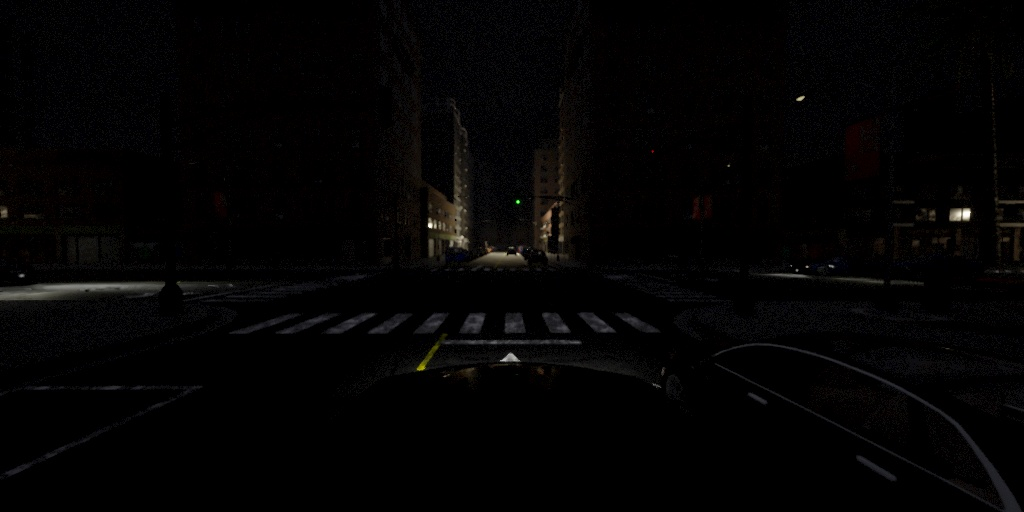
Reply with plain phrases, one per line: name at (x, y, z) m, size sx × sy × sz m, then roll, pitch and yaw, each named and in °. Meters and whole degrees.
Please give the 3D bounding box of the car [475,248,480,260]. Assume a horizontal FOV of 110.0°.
car at (-5.919, -0.137, 48.699) m, size 1.948 × 1.339 × 4.313 m, roll 0°, pitch 0°, yaw 0°

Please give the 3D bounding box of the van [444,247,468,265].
van at (-5.907, -0.012, 37.367) m, size 1.690 × 1.789 × 3.998 m, roll 0°, pitch 0°, yaw 0°

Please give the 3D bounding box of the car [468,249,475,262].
car at (-5.913, -0.088, 43.033) m, size 1.967 × 1.591 × 4.097 m, roll 0°, pitch 0°, yaw 0°

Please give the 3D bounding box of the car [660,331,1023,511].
car at (2.665, 1.268, 2.745) m, size 2.007 × 1.370 × 4.403 m, roll 0°, pitch 0°, yaw 0°

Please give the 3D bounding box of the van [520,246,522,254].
van at (2.595, -0.714, 60.045) m, size 1.690 × 1.789 × 3.998 m, roll 0°, pitch 0°, yaw 0°

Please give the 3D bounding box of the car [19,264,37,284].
car at (-26.593, 0.710, 17.622) m, size 4.902 × 1.511 × 2.128 m, roll 0°, pitch 2°, yaw -1°

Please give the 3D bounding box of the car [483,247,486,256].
car at (-5.931, -0.489, 60.030) m, size 1.948 × 1.339 × 4.313 m, roll 0°, pitch 0°, yaw 0°

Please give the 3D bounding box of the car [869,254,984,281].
car at (25.174, 0.648, 21.629) m, size 5.008 × 1.535 × 1.882 m, roll 0°, pitch 2°, yaw -1°

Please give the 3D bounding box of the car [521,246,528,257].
car at (2.607, -0.264, 48.712) m, size 1.967 × 1.591 × 4.097 m, roll 0°, pitch 0°, yaw 0°

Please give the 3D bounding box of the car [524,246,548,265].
car at (2.619, 0.086, 37.379) m, size 1.967 × 1.591 × 4.097 m, roll 0°, pitch 0°, yaw 0°

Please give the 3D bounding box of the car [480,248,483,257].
car at (-5.925, -0.296, 54.365) m, size 1.802 × 1.307 × 4.207 m, roll 0°, pitch 0°, yaw 0°

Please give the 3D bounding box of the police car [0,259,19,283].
police car at (-23.996, 0.830, 14.500) m, size 4.974 × 1.542 × 2.038 m, roll 0°, pitch 2°, yaw -1°

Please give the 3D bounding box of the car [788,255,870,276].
car at (22.401, 0.608, 24.852) m, size 5.357 × 1.411 × 2.033 m, roll 0°, pitch 2°, yaw -1°
